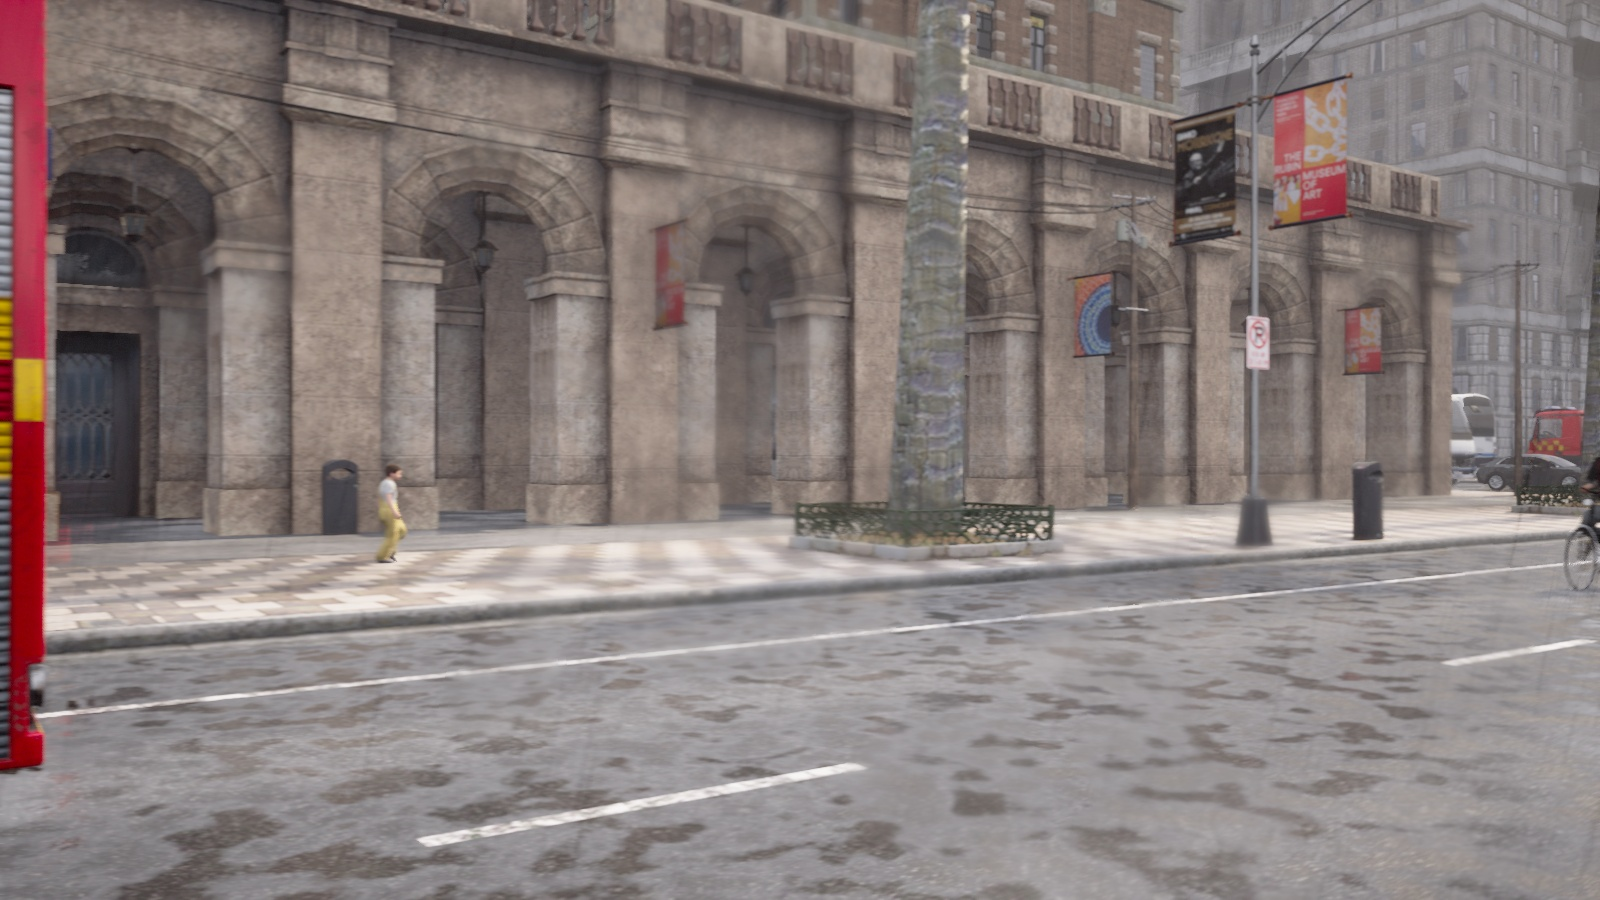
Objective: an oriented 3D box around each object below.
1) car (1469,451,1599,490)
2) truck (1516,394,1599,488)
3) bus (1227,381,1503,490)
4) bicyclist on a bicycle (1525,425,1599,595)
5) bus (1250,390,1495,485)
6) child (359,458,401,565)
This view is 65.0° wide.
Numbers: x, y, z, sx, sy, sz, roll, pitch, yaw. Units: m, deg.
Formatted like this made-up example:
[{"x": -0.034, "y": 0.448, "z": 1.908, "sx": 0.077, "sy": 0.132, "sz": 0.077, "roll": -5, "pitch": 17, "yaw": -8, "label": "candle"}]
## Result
[{"x": 30.230, "y": 0.809, "z": 51.230, "sx": 1.837, "sy": 1.490, "sz": 4.892, "roll": 0, "pitch": 0, "yaw": -34, "label": "car"}, {"x": 34.378, "y": -0.369, "z": 51.333, "sx": 2.891, "sy": 3.827, "sz": 8.468, "roll": 0, "pitch": 0, "yaw": -34, "label": "truck"}, {"x": 24.005, "y": -0.552, "z": 54.083, "sx": 3.944, "sy": 4.253, "sz": 10.273, "roll": 0, "pitch": 0, "yaw": -34, "label": "bus"}, {"x": 8.820, "y": 0.630, "z": 13.880, "sx": 1.843, "sy": 1.776, "sz": 0.659, "roll": 0, "pitch": 0, "yaw": -34, "label": "bicyclist on a bicycle"}, {"x": 27.623, "y": -0.543, "z": 61.283, "sx": 3.944, "sy": 4.253, "sz": 10.273, "roll": 0, "pitch": 0, "yaw": -35, "label": "bus"}, {"x": -5.049, "y": 0.728, "z": 15.102, "sx": 0.437, "sy": 1.263, "sz": 0.270, "roll": 0, "pitch": 0, "yaw": -30, "label": "child"}]
